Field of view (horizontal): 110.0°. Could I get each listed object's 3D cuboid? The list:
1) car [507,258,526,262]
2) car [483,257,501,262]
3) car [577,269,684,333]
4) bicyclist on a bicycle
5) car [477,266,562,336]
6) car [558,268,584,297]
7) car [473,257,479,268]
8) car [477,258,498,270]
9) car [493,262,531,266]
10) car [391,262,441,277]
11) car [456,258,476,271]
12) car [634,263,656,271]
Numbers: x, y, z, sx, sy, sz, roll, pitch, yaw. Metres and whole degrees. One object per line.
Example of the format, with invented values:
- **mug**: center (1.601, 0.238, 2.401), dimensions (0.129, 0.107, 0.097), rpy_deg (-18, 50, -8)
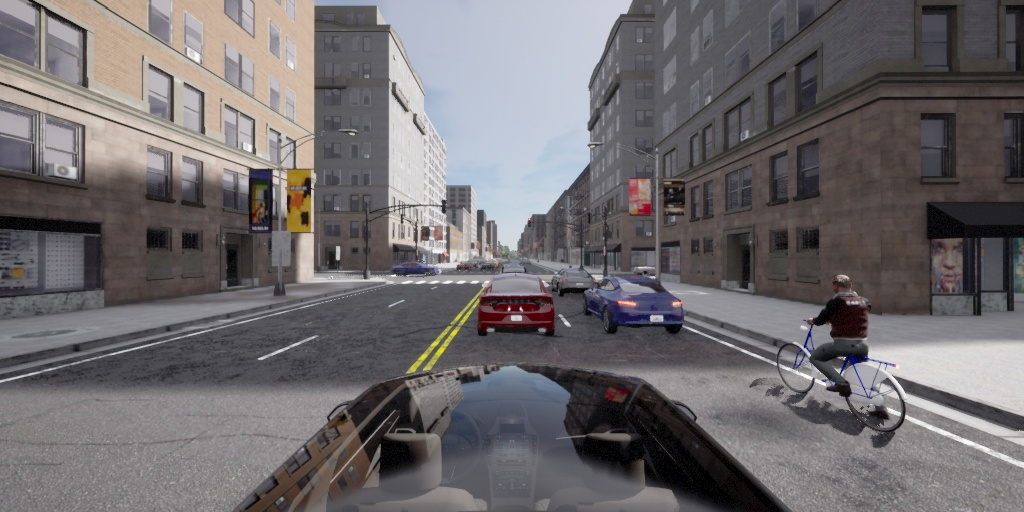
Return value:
- **car**: center (0.364, 1.312, 47.211), dimensions (2.033, 1.411, 5.357), rpy_deg (0, 0, 0)
- **car**: center (-3.338, 1.246, 59.796), dimensions (1.882, 1.535, 5.008), rpy_deg (0, 0, 0)
- **car**: center (3.346, 1.277, 10.573), dimensions (1.812, 1.442, 4.674), rpy_deg (0, 0, 0)
- **bicyclist on a bicycle**: center (4.146, 1.121, 4.703), dimensions (0.659, 1.776, 1.843), rpy_deg (0, 0, 0)
- **car**: center (0.101, 1.229, 10.437), dimensions (1.882, 1.535, 5.008), rpy_deg (0, 0, 0)
- **car**: center (3.249, 1.317, 19.173), dimensions (1.994, 1.385, 4.181), rpy_deg (0, 0, 0)
- **car**: center (-6.591, 1.273, 59.458), dimensions (1.837, 1.490, 4.892), rpy_deg (0, 0, 0)
- **car**: center (-3.347, 1.366, 50.404), dimensions (1.895, 1.301, 4.718), rpy_deg (0, 0, 0)
- **car**: center (0.100, 1.258, 19.920), dimensions (1.837, 1.490, 4.892), rpy_deg (0, 0, 0)
- **car**: center (-9.168, 1.272, 34.277), dimensions (4.674, 1.442, 1.812), rpy_deg (0, 0, 0)
- **car**: center (-6.608, 1.366, 50.356), dimensions (1.895, 1.301, 4.718), rpy_deg (0, 0, 0)
- **car**: center (15.048, 1.409, 37.146), dimensions (4.718, 1.301, 1.895), rpy_deg (0, 0, 1)
